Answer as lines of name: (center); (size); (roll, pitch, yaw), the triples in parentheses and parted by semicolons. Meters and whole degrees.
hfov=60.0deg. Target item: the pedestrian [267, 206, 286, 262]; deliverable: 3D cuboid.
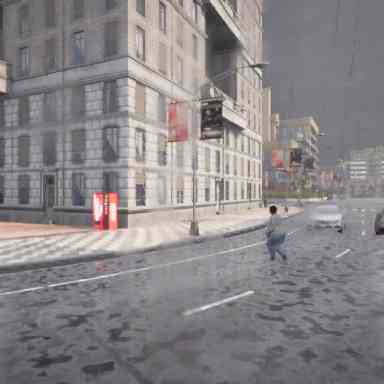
pedestrian: (2.663, 1.294, 10.630); (0.375, 1.860, 0.375); (0, 0, 42)

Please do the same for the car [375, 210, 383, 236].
car: (10.969, 1.564, 17.871); (1.994, 1.385, 4.181); (0, 0, 29)

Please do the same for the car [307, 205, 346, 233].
car: (8.152, 1.526, 19.975); (1.812, 1.442, 4.674); (0, 0, 28)
